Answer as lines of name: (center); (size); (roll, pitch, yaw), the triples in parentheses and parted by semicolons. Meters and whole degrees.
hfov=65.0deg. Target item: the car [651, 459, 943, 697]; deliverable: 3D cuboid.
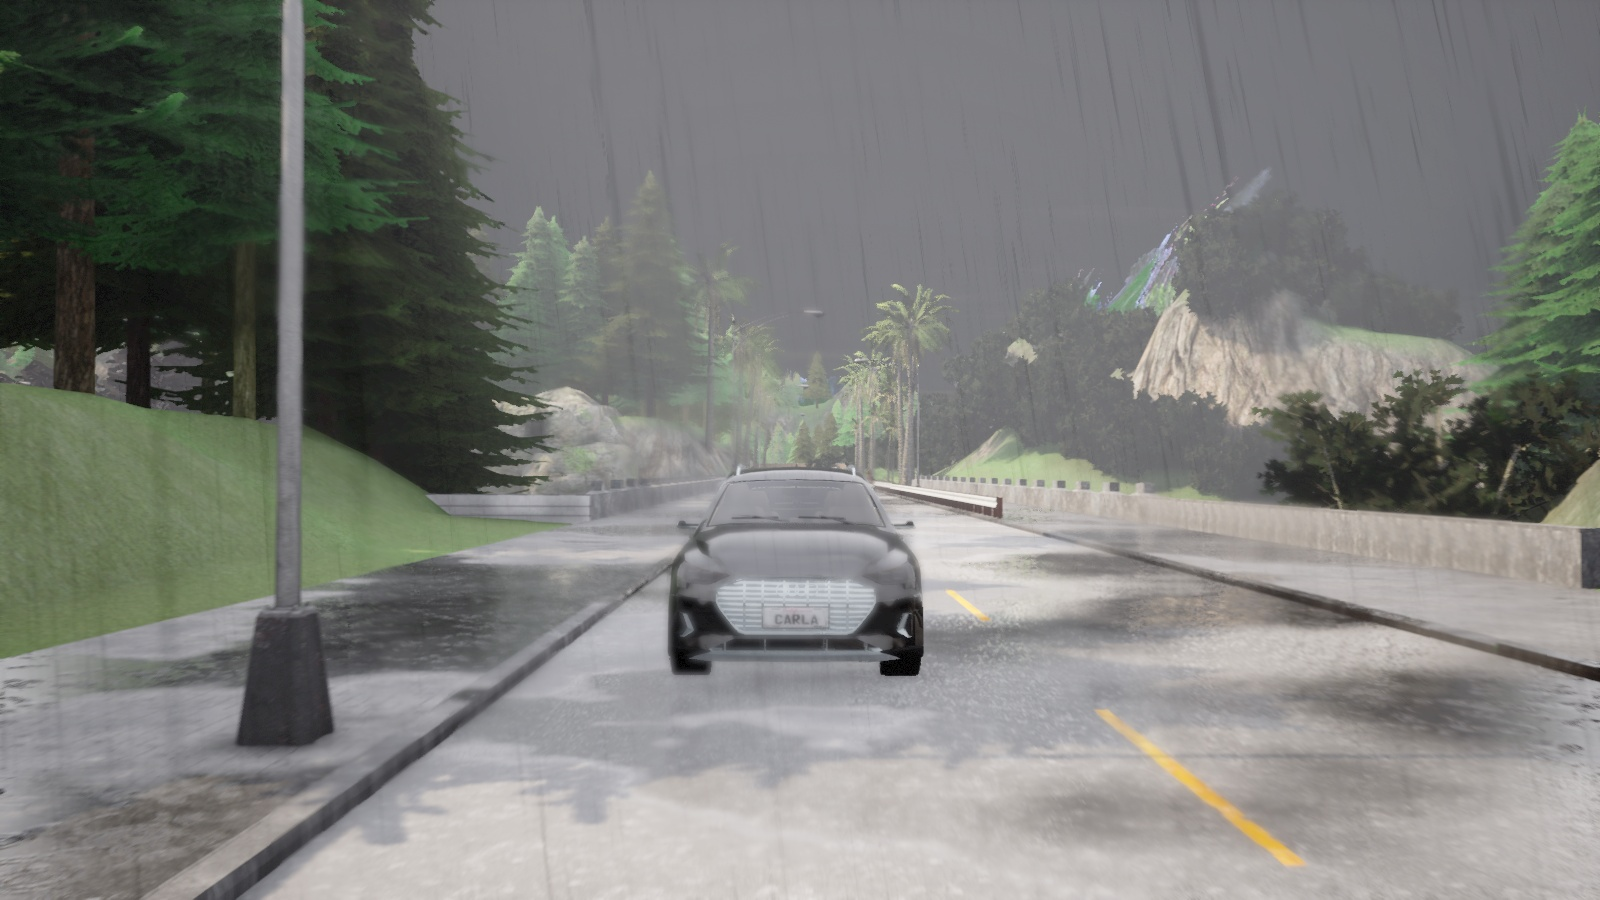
car: (-0.026, 0.932, 11.185); (2.033, 1.649, 4.856); (0, -1, 0)
